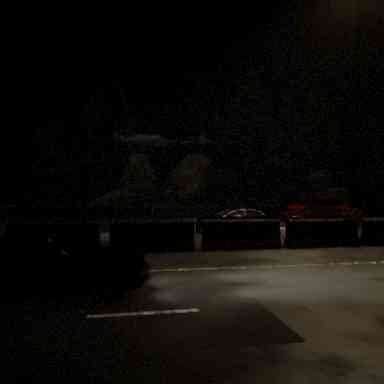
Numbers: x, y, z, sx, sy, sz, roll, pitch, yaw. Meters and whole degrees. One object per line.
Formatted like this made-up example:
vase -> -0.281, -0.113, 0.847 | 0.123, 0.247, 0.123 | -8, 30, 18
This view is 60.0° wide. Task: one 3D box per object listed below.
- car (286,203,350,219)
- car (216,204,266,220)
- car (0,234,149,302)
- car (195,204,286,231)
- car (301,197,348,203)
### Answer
car -> 9.013, 1.746, 24.260 | 4.674, 1.442, 1.812 | 0, 0, -11
car -> 4.441, 1.818, 30.527 | 4.181, 1.385, 1.994 | 0, 0, -11
car -> -3.347, 1.639, 7.508 | 4.718, 1.301, 1.895 | 0, 0, -11
car -> 2.611, 1.657, 19.505 | 4.902, 1.511, 2.128 | 0, 0, -11
car -> 10.574, 1.471, 28.114 | 5.566, 2.045, 2.150 | 0, 0, -11
